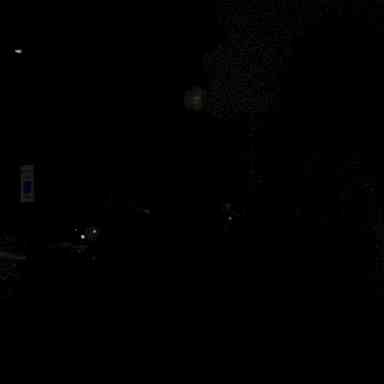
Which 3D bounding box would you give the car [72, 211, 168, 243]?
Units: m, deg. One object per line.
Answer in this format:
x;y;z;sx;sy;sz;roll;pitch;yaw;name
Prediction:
-3.522;1.734;17.605;2.033;1.411;5.357;0;-1;36;car

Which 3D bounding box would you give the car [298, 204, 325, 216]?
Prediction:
16.198;2.391;45.058;2.033;1.411;5.357;0;-1;36;car

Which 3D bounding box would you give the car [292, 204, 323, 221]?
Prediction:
11.800;2.068;33.994;1.882;1.535;5.008;0;-1;36;car

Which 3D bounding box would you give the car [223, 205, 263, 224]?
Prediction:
4.501;1.917;28.844;2.128;1.511;4.902;0;-1;35;car
